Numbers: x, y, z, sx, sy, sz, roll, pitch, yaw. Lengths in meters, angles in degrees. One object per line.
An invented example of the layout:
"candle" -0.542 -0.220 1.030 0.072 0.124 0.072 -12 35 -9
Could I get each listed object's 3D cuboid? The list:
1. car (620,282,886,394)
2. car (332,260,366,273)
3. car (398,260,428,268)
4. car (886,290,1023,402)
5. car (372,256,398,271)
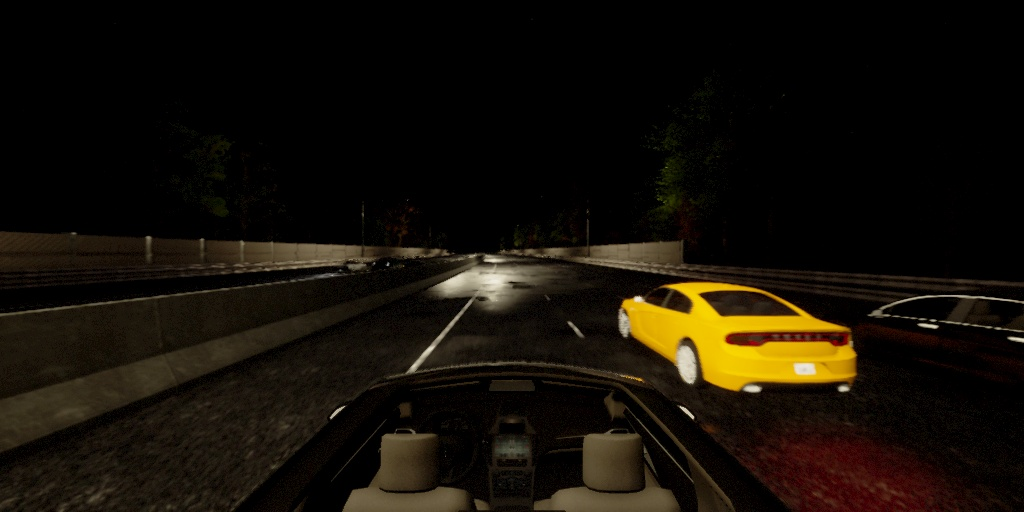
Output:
"car" 3.584 1.229 6.871 1.882 1.535 5.008 0 0 0
"car" -17.984 1.150 39.714 1.895 1.301 4.718 0 1 -1
"car" -11.002 1.128 40.849 1.895 1.301 4.718 0 1 -1
"car" 7.088 1.251 5.324 1.837 1.490 4.892 0 0 0
"car" -14.513 0.874 41.487 2.097 1.767 4.553 0 1 -1
